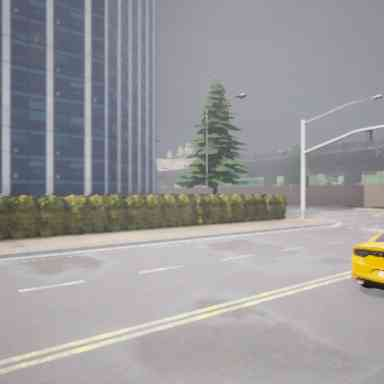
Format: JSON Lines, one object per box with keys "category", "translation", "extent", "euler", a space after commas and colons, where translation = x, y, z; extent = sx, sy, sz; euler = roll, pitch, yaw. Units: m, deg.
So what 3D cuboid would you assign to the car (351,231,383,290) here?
{"category": "car", "translation": [5.853, 1.483, 7.994], "extent": [5.008, 1.535, 1.882], "euler": [0, 0, -35]}
